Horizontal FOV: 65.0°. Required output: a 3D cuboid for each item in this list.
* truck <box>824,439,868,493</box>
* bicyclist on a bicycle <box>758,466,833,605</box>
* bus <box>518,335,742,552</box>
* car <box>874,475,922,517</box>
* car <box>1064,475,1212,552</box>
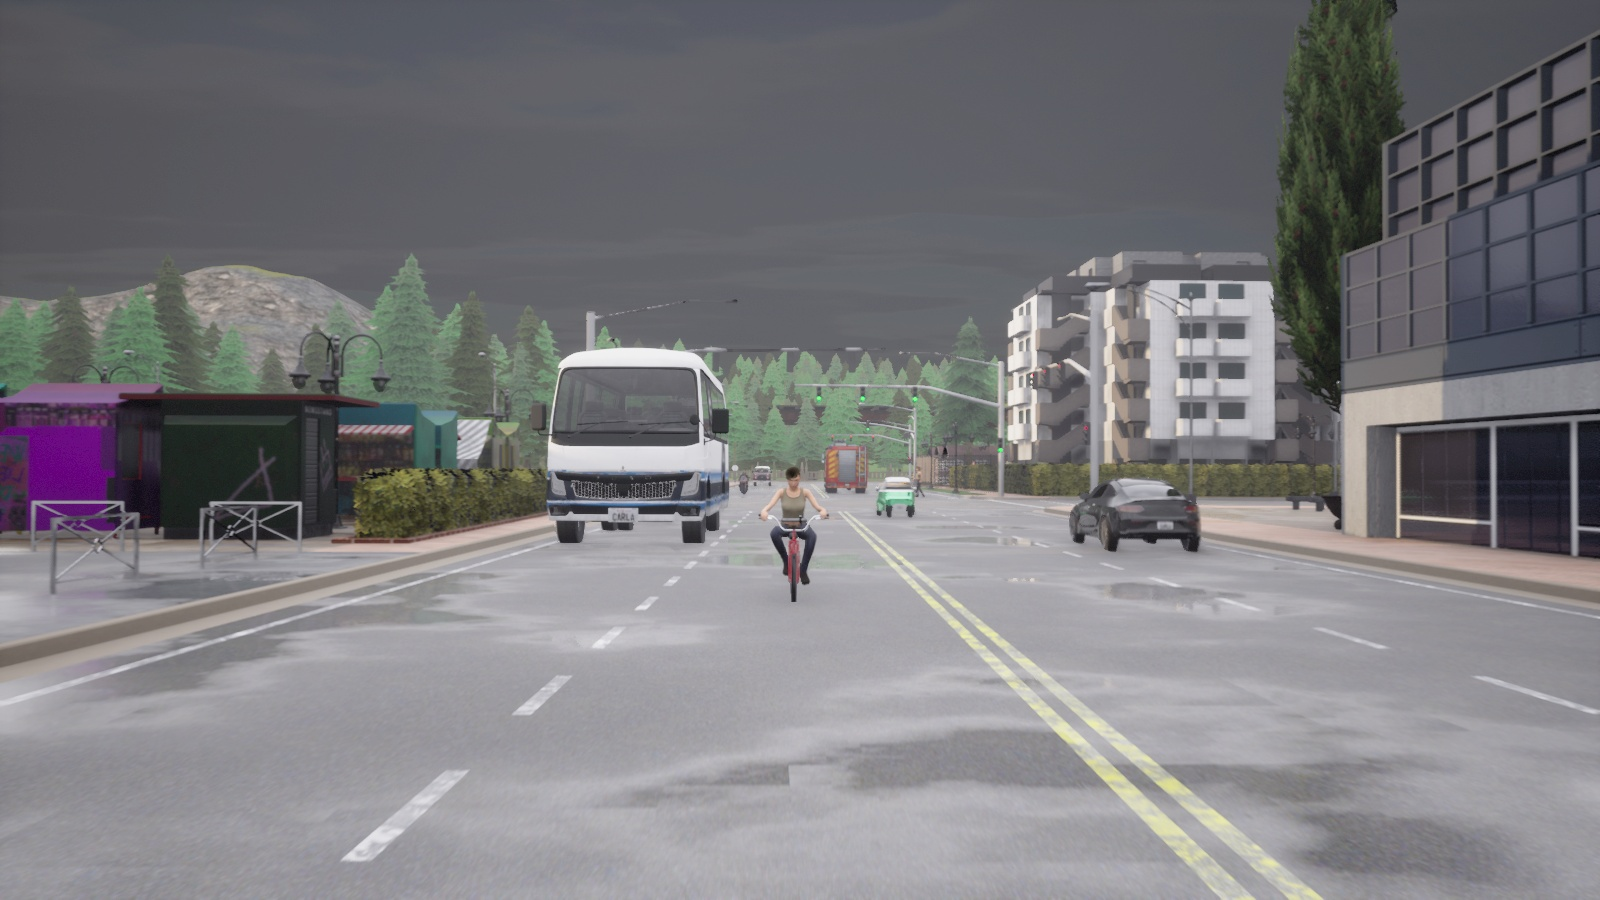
[{"bbox_3d":[3.298,1.183,92.345,2.891,3.827,8.468,0,-1,0],"label":"truck"},{"bbox_3d":[-0.067,1.009,15.384,0.866,1.612,1.509,0,-1,-1],"label":"bicyclist on a bicycle"},{"bbox_3d":[-3.569,-0.049,29.775,3.944,4.253,10.273,0,-1,0],"label":"bus"},{"bbox_3d":[3.405,1.591,43.986,1.481,1.376,2.207,0,0,0],"label":"car"},{"bbox_3d":[6.944,1.254,26.324,1.812,1.442,4.674,0,-1,0],"label":"car"}]
